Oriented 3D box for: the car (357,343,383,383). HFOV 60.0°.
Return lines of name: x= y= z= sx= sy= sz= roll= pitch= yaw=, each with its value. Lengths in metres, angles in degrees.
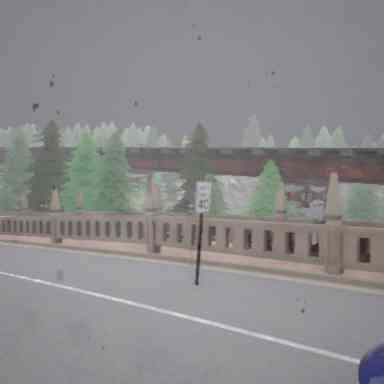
car: x=3.360 y=1.540 z=1.595 sx=4.674 sy=1.442 sz=1.812 roll=0 pitch=0 yaw=36
